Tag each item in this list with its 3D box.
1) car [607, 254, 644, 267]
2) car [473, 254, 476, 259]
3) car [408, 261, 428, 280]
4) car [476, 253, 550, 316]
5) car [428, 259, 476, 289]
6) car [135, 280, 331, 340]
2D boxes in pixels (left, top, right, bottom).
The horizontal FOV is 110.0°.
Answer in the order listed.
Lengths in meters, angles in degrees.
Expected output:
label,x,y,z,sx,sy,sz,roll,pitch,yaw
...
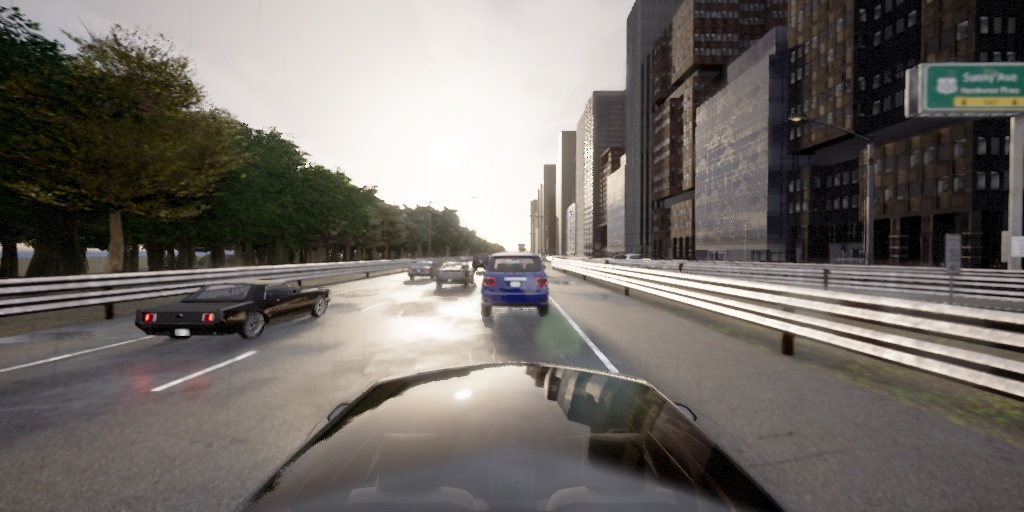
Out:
label,x,y,z,sx,sy,sz,roll,pitch,yaw
car,13.158,0.822,42.226,2.150,2.045,5.566,0,0,-16
car,-3.412,0.743,41.768,2.150,2.045,5.566,0,0,-1
car,-6.904,1.138,29.043,2.033,1.411,5.357,0,0,0
car,0.099,0.901,13.143,2.150,2.045,5.566,0,0,0
car,-3.404,1.120,22.072,2.128,1.511,4.902,0,0,0
car,-6.903,1.303,9.733,1.895,1.301,4.718,0,0,0
